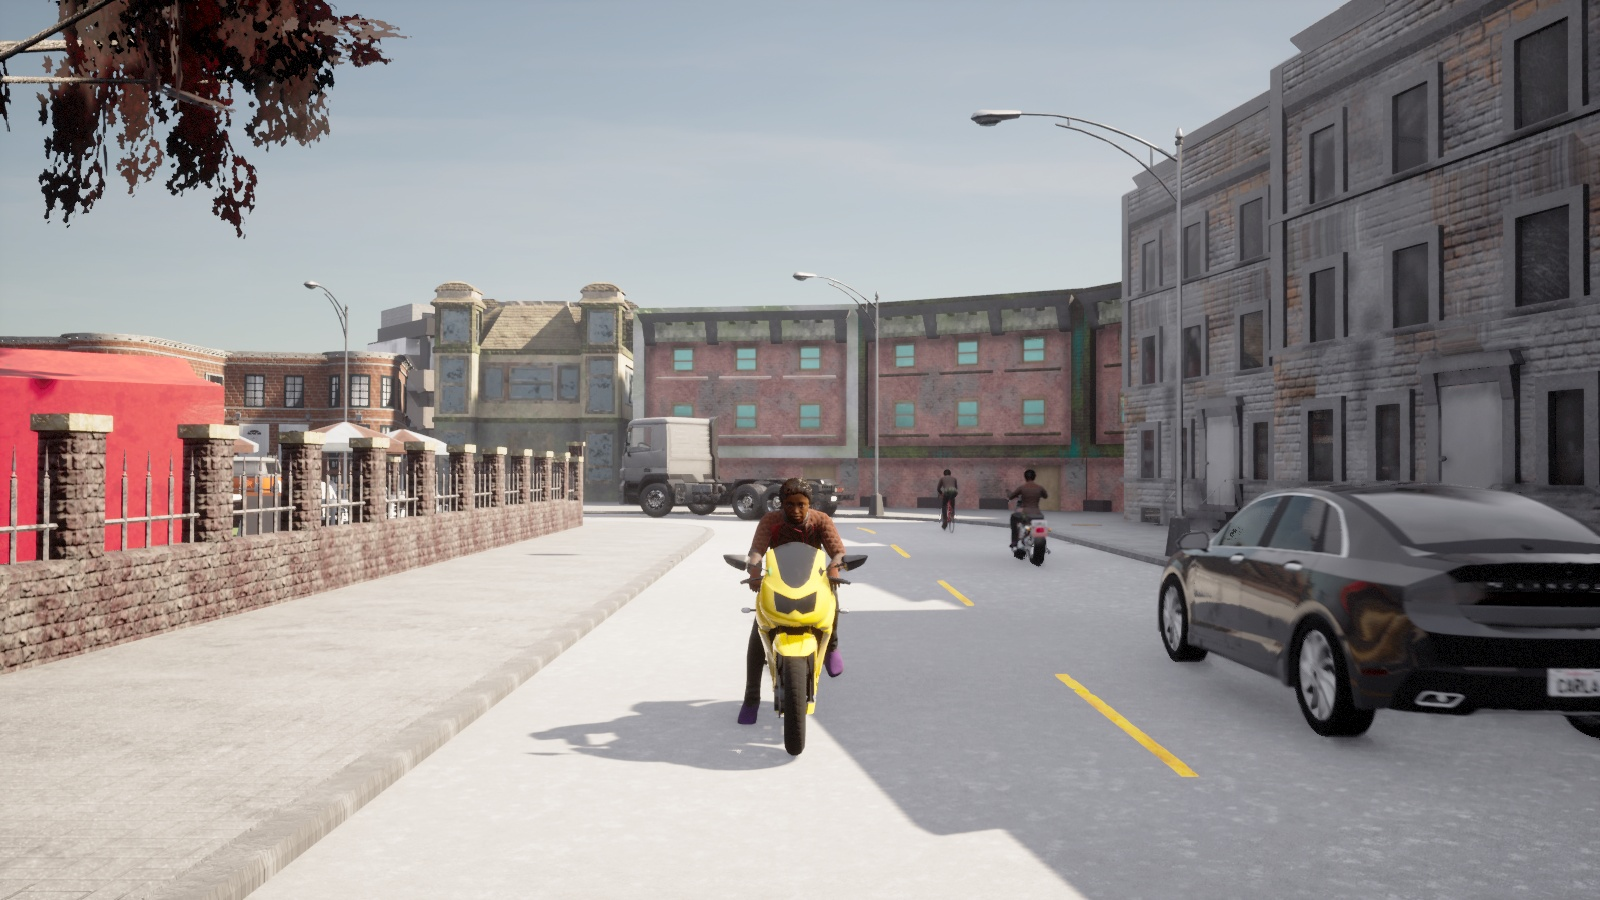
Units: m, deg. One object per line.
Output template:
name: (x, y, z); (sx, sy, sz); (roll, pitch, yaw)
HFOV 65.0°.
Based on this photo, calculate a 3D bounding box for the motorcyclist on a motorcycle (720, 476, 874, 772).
motorcyclist on a motorcycle: (-0.020, 0.923, 7.552); (0.797, 1.523, 2.044); (0, -1, 0)

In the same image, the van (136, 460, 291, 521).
van: (-19.921, 1.363, 42.747); (4.442, 1.987, 1.775); (0, -1, 0)

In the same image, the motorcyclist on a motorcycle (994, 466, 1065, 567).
motorcyclist on a motorcycle: (3.943, 1.114, 21.751); (0.766, 1.649, 2.350); (0, -1, 0)

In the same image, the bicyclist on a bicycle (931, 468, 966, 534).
bicyclist on a bicycle: (3.832, 1.296, 32.456); (0.582, 1.620, 1.656); (0, 0, -4)

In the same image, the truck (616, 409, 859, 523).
truck: (-2.181, 0.540, 41.610); (7.936, 3.462, 2.891); (-1, -1, 35)

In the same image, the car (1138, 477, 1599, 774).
car: (3.976, 0.953, 8.887); (1.837, 1.490, 4.892); (0, -1, 0)
